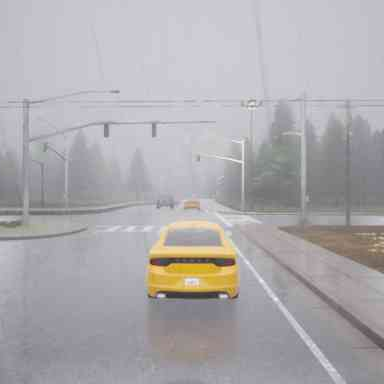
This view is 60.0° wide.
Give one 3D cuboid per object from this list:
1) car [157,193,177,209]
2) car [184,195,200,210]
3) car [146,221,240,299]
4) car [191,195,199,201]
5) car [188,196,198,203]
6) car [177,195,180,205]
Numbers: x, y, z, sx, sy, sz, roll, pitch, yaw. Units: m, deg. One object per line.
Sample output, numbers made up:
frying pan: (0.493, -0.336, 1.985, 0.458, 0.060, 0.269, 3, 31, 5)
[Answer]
car: (-3.592, 1.216, 45.658, 2.150, 2.045, 5.566, 0, 0, -1)
car: (0.020, 1.473, 42.176, 1.882, 1.535, 5.008, 0, 0, 0)
car: (0.049, 1.473, 8.513, 1.882, 1.535, 5.008, 0, 0, 1)
car: (0.701, 1.432, 83.129, 1.837, 1.490, 4.892, 0, 0, 2)
car: (0.302, 1.529, 72.736, 2.033, 1.411, 5.357, 0, 0, 2)
car: (-3.537, 1.346, 55.952, 2.097, 1.767, 4.553, 0, 0, 0)
